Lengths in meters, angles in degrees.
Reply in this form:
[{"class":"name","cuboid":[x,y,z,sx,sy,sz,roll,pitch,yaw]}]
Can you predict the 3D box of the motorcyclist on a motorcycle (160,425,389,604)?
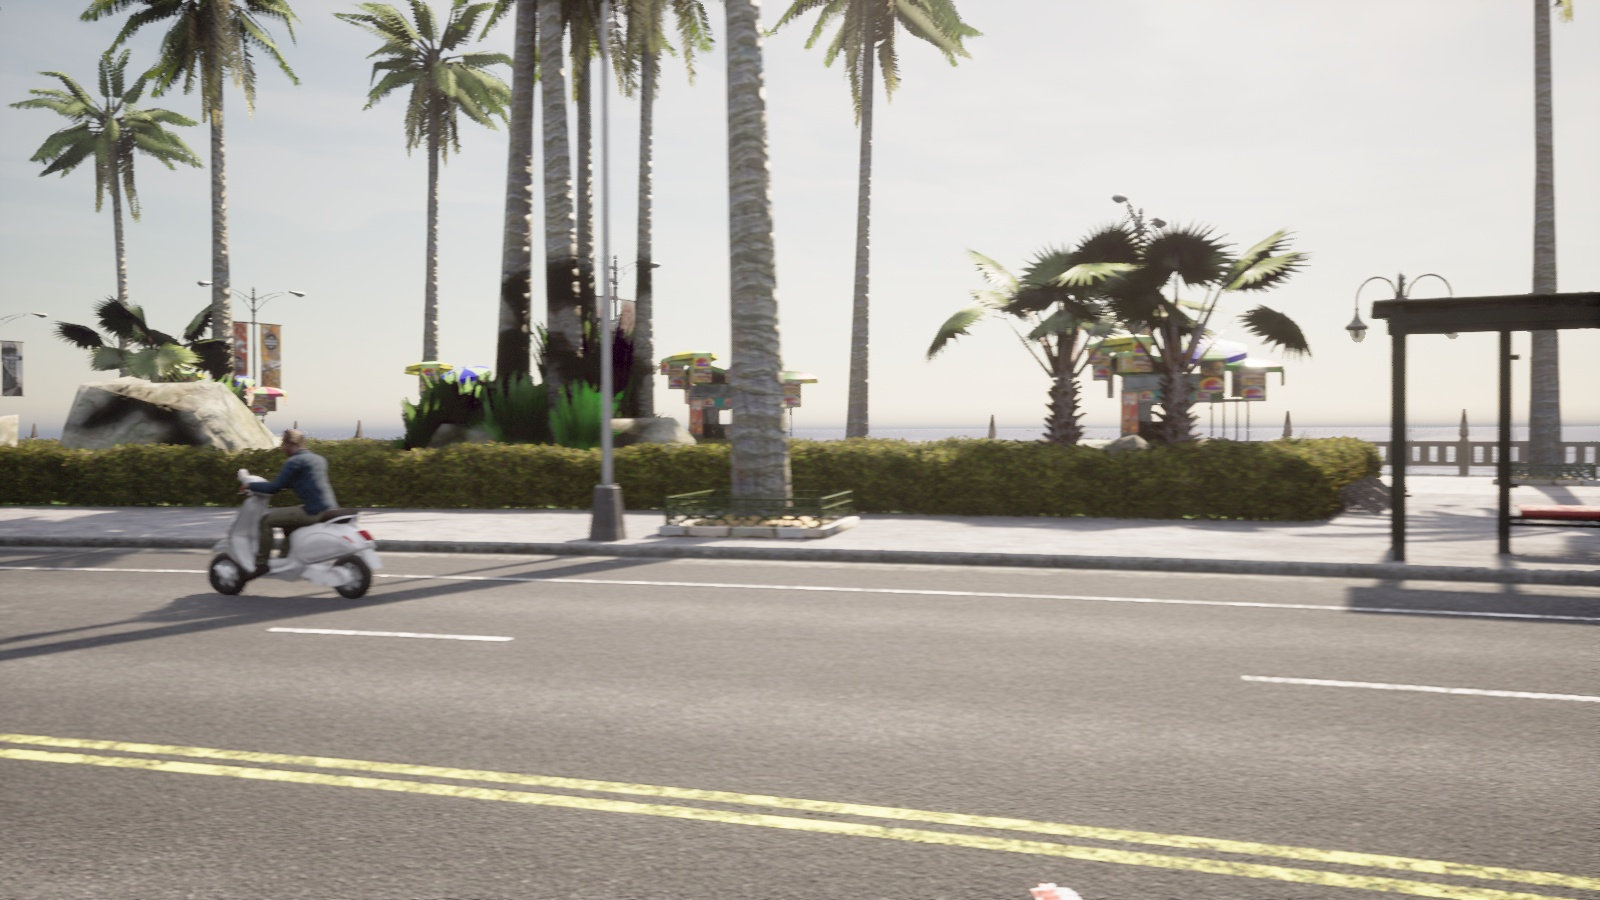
[{"class":"motorcyclist on a motorcycle","cuboid":[-4.939,0.565,11.849,1.817,1.590,0.866,0,1,13]}]
